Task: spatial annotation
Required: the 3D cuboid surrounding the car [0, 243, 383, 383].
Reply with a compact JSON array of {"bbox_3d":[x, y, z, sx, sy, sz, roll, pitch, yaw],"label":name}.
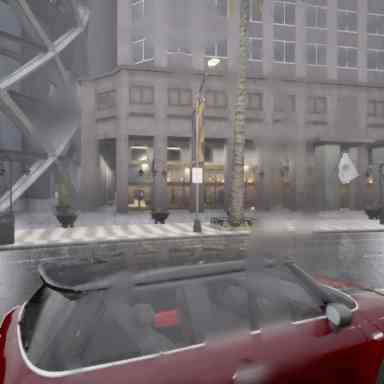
[{"bbox_3d":[0.416,1.353,3.503,4.553,1.767,2.097,0,0,-28],"label":"car"}]
